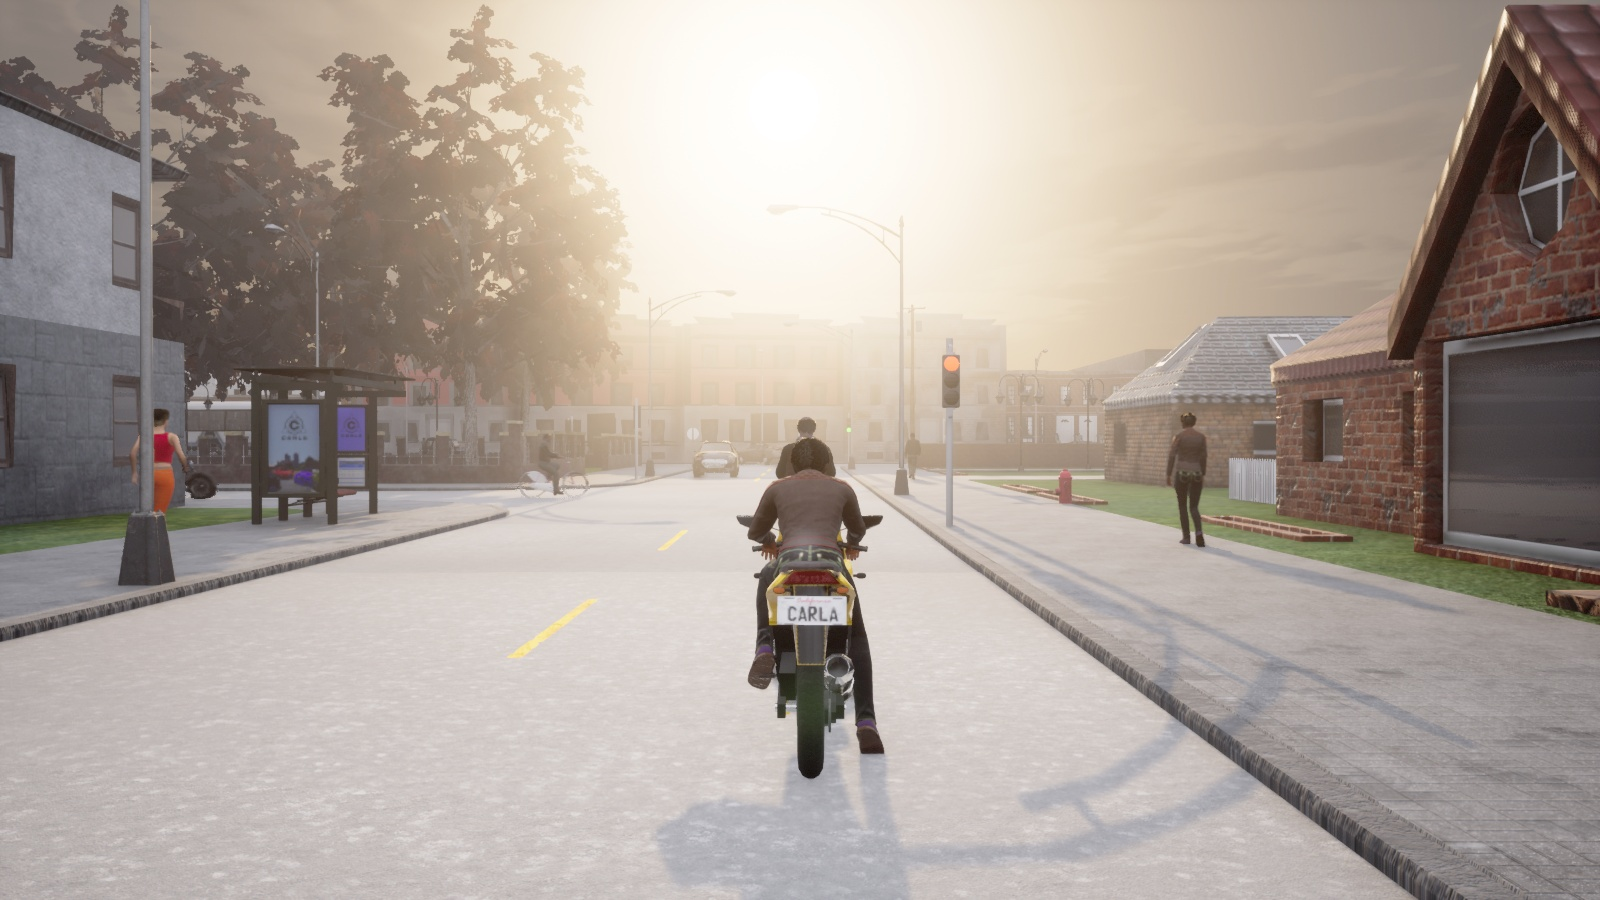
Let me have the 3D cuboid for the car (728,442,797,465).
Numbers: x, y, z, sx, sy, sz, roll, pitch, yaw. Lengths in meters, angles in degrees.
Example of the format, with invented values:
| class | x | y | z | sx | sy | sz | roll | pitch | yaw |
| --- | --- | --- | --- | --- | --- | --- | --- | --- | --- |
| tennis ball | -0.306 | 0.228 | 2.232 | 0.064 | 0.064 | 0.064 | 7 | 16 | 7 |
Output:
| class | x | y | z | sx | sy | sz | roll | pitch | yaw |
| --- | --- | --- | --- | --- | --- | --- | --- | --- | --- |
| car | -2.518 | 0.229 | 83.484 | 2.128 | 1.511 | 4.902 | 0 | 0 | -38 |

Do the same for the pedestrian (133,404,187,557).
| class | x | y | z | sx | sy | sz | roll | pitch | yaw |
| --- | --- | --- | --- | --- | --- | --- | --- | --- | --- |
| pedestrian | -7.805 | 0.363 | 15.327 | 0.345 | 1.836 | 0.594 | 0 | 0 | 1 |

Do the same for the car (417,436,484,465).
| class | x | y | z | sx | sy | sz | roll | pitch | yaw |
| --- | --- | --- | --- | --- | --- | --- | --- | --- | --- |
| car | -22.915 | 0.058 | 82.453 | 3.866 | 1.878 | 1.905 | 0 | 0 | 1 |

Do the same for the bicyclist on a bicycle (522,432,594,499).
| class | x | y | z | sx | sy | sz | roll | pitch | yaw |
| --- | --- | --- | --- | --- | --- | --- | --- | --- | --- |
| bicyclist on a bicycle | -6.544 | 0.420 | 33.928 | 1.843 | 1.776 | 0.659 | 0 | -1 | -18 |

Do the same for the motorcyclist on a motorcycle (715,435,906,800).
| class | x | y | z | sx | sy | sz | roll | pitch | yaw |
| --- | --- | --- | --- | --- | --- | --- | --- | --- | --- |
| motorcyclist on a motorcycle | 0.049 | 0.693 | 6.256 | 0.797 | 1.523 | 2.044 | 0 | 0 | 0 |

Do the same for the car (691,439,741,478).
| class | x | y | z | sx | sy | sz | roll | pitch | yaw |
| --- | --- | --- | --- | --- | --- | --- | --- | --- | --- |
| car | -3.748 | 0.354 | 56.532 | 2.033 | 1.649 | 4.856 | 0 | 0 | -1 |

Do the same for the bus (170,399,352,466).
| class | x | y | z | sx | sy | sz | roll | pitch | yaw |
| --- | --- | --- | --- | --- | --- | --- | --- | --- | --- |
| bus | -35.270 | -1.124 | 82.490 | 10.273 | 4.253 | 3.944 | 0 | 0 | 1 |

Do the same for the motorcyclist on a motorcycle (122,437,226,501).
| class | x | y | z | sx | sy | sz | roll | pitch | yaw |
| --- | --- | --- | --- | --- | --- | --- | --- | --- | --- |
| motorcyclist on a motorcycle | -16.499 | 0.497 | 33.111 | 2.350 | 1.649 | 0.766 | 0 | 0 | 0 |

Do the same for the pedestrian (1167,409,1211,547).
| class | x | y | z | sx | sy | sz | roll | pitch | yaw |
| --- | --- | --- | --- | --- | --- | --- | --- | --- | --- |
| pedestrian | 5.235 | 0.365 | 16.938 | 0.328 | 1.805 | 0.869 | 0 | 0 | 0 |

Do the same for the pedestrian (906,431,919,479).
| class | x | y | z | sx | sy | sz | roll | pitch | yaw |
| --- | --- | --- | --- | --- | --- | --- | --- | --- | --- |
| pedestrian | 4.267 | 0.186 | 47.727 | 0.431 | 1.840 | 0.703 | 0 | 0 | 0 |
